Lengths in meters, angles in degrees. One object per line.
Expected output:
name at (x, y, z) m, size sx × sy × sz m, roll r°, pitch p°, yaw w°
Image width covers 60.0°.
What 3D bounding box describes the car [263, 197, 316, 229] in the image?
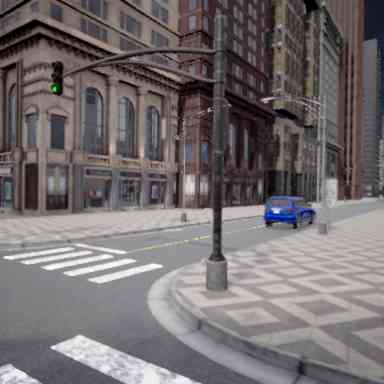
car at (6.828, 1.346, 22.997) m, size 2.150 × 2.045 × 5.566 m, roll 1°, pitch 0°, yaw 35°
